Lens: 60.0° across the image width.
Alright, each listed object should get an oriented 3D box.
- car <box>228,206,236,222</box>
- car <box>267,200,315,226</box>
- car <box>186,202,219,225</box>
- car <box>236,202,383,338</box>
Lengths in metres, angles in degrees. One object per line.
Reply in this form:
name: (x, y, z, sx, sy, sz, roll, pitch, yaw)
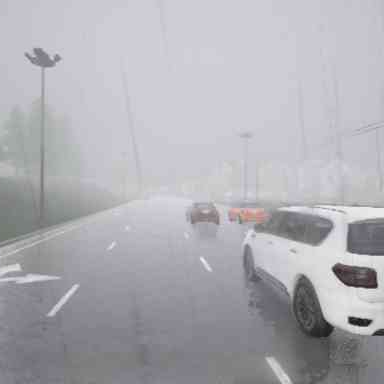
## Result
car: (4.243, 1.545, 26.079, 2.097, 1.767, 4.553, 0, 0, -6)
car: (7.719, 1.568, 26.508, 2.097, 1.767, 4.553, 0, 0, -6)
car: (0.754, 1.522, 25.810, 2.097, 1.767, 4.553, 0, 0, -6)
car: (2.695, 1.283, 6.926, 2.150, 2.045, 5.566, 0, 0, -6)
